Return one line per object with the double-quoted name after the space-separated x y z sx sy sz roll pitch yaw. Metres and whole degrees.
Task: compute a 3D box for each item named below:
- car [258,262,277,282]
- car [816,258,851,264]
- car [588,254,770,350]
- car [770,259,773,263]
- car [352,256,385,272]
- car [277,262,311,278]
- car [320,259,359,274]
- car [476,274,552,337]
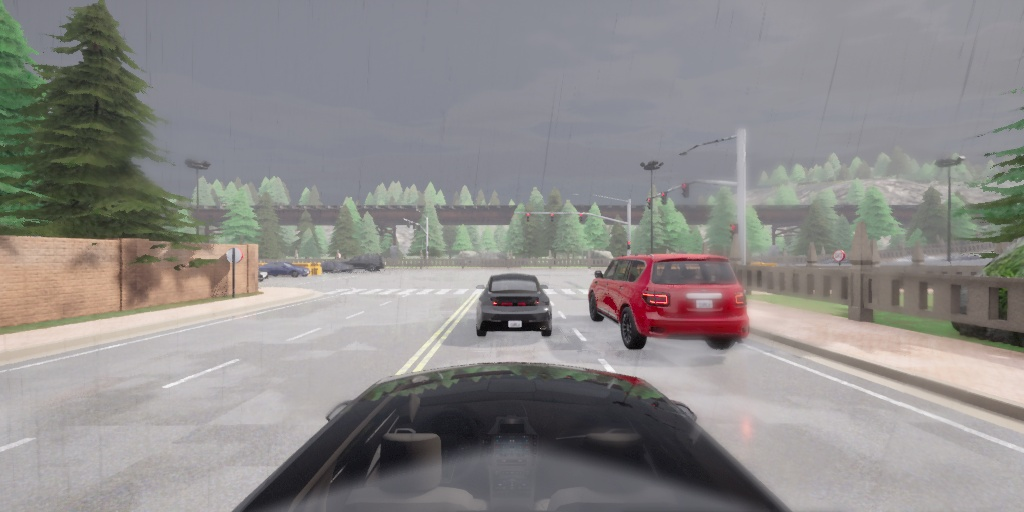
-20.932 1.242 26.804 4.902 1.511 2.128 0 0 0 "car"
43.125 1.034 48.177 4.892 1.490 1.837 -2 0 0 "car"
3.517 0.971 9.233 2.150 2.045 5.566 0 0 0 "car"
27.630 1.104 41.110 4.553 1.767 2.097 0 0 0 "car"
-18.681 0.973 44.522 5.566 2.045 2.150 0 0 0 "car"
-21.555 1.276 33.817 4.674 1.442 1.812 0 0 0 "car"
-20.939 1.298 41.018 5.357 1.411 2.033 0 0 0 "car"
0.021 1.255 10.334 1.837 1.490 4.892 0 0 -1 "car"
